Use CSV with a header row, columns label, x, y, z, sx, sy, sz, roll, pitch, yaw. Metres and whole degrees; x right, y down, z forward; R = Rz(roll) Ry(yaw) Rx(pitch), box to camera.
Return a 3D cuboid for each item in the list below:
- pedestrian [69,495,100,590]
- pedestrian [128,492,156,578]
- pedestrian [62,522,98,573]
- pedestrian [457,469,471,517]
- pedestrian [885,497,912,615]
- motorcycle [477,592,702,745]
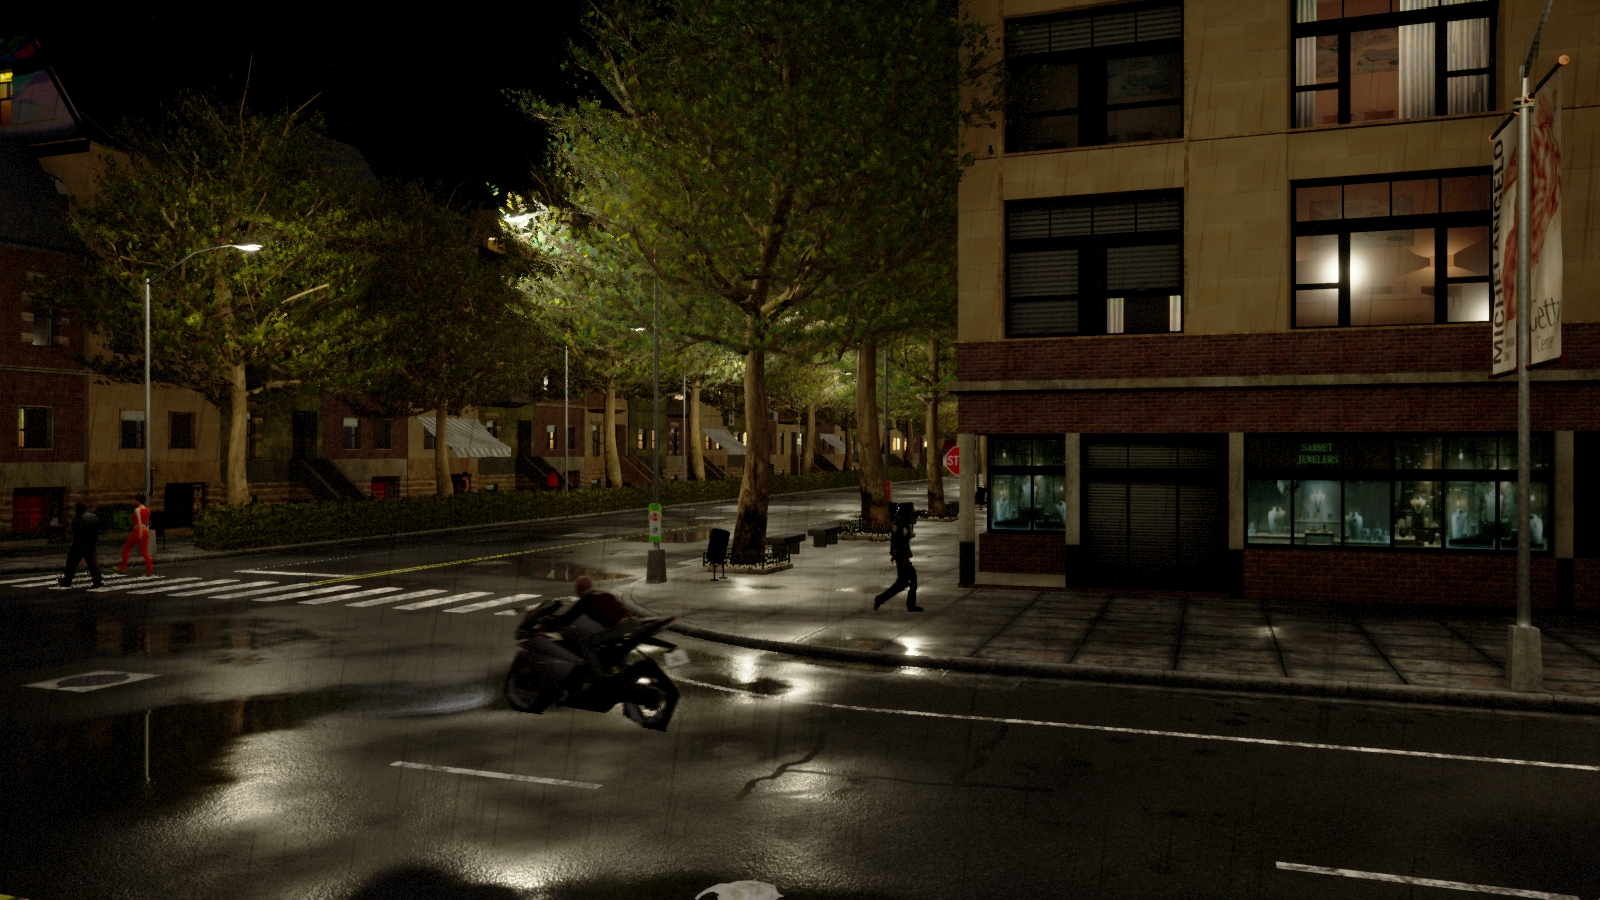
label,x,y,z,sx,sy,sz,roll,pitch,yaw
pedestrian,-14.368,1.849,22.947,0.375,1.860,0.375,0,0,20
pedestrian,-14.373,1.849,24.972,0.375,1.860,0.375,0,0,9
pedestrian,-16.520,2.229,26.226,0.500,1.100,0.500,0,0,22
pedestrian,-13.146,1.696,44.741,0.375,1.860,0.375,0,0,18
pedestrian,1.587,1.699,18.459,0.375,1.860,0.375,0,0,-6
motorcycle,-2.189,2.205,11.825,2.209,1.251,0.867,0,-1,27
